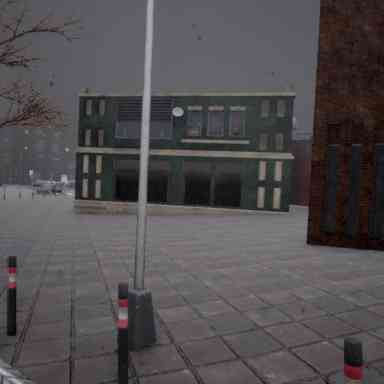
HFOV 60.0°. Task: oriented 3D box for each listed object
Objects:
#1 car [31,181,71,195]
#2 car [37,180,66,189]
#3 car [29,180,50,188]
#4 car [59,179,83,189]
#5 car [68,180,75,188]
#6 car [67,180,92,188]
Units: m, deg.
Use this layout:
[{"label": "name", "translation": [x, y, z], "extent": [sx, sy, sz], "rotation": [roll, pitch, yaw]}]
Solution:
[{"label": "car", "translation": [-20.248, -0.444, 48.007], "extent": [2.128, 1.511, 4.902], "rotation": [3, 2, 16]}, {"label": "car", "translation": [-27.630, -1.488, 65.394], "extent": [5.008, 1.535, 2.097], "rotation": [3, 2, 20]}, {"label": "car", "translation": [-28.544, -1.544, 62.785], "extent": [4.553, 1.767, 2.185], "rotation": [3, 3, 20]}, {"label": "car", "translation": [-25.686, -1.754, 70.549], "extent": [4.553, 1.767, 2.185], "rotation": [3, 3, 20]}, {"label": "car", "translation": [-26.673, -1.519, 67.979], "extent": [4.674, 1.452, 2.002], "rotation": [3, 3, 20]}, {"label": "car", "translation": [-24.773, -1.703, 73.159], "extent": [4.892, 1.521, 2.231], "rotation": [3, 3, 20]}]
